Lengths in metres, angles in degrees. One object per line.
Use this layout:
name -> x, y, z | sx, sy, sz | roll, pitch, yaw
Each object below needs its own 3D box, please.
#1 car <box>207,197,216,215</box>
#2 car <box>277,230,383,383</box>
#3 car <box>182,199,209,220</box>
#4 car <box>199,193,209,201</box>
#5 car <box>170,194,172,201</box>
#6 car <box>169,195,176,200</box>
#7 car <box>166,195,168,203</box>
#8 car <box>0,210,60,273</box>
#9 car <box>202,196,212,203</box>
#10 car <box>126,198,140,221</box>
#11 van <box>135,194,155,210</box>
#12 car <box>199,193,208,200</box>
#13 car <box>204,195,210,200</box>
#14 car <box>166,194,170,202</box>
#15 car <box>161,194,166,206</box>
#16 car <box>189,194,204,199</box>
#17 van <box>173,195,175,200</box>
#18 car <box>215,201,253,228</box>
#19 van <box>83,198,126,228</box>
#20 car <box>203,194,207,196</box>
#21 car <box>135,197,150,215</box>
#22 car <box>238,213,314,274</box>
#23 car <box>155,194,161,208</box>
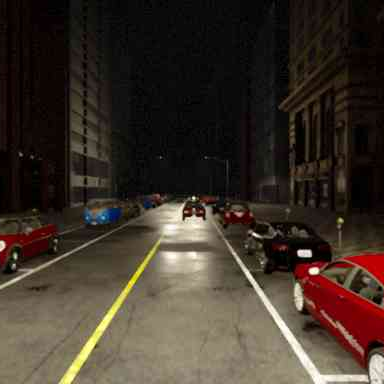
car -> 2.831, 1.517, 32.844 | 1.947, 1.339, 4.313 | 0, 0, 0
car -> 2.771, 1.537, 4.663 | 1.887, 1.381, 4.507 | 0, 0, 0
car -> 0.161, 1.559, 27.852 | 1.895, 1.301, 4.718 | 0, 0, 0
car -> 2.939, 1.220, 83.569 | 2.192, 1.841, 5.009 | 0, 0, 0
car -> -5.621, 1.467, 66.675 | 2.008, 1.369, 4.403 | 0, 0, 0
car -> -5.561, 1.469, 94.858 | 1.947, 1.339, 4.313 | 0, 0, 0
car -> -5.645, 1.493, 55.402 | 1.947, 1.339, 4.313 | 0, 0, 0
car -> -5.743, 1.424, 10.309 | 1.967, 1.590, 4.097 | 0, 0, 0
car -> 2.904, 1.498, 66.662 | 1.802, 1.307, 4.206 | 0, 0, 0
car -> -5.706, 1.485, 27.049 | 1.752, 1.417, 4.829 | 0, 0, 0
van -> -5.683, 1.287, 38.492 | 1.690, 1.788, 3.998 | 0, 0, 0
car -> 2.951, 1.218, 89.206 | 2.192, 1.841, 5.009 | 0, 0, 0
car -> 2.868, 1.515, 49.753 | 1.802, 1.307, 4.206 | 0, 0, 0
car -> -5.633, 1.487, 61.038 | 1.947, 1.339, 4.313 | 0, 0, 0
car -> -5.658, 1.248, 49.765 | 2.192, 1.841, 5.009 | 0, 0, 0
car -> 0.197, 1.430, 44.750 | 2.128, 1.511, 4.902 | 0, 0, 0
van -> -5.598, 1.249, 77.948 | 1.690, 1.788, 3.998 | 0, 0, 0
car -> 2.807, 1.407, 21.571 | 1.967, 1.590, 4.097 | 0, 0, 0
van -> -5.719, 1.308, 21.582 | 1.690, 1.788, 3.998 | 0, 0, 0
car -> 2.892, 1.503, 61.026 | 1.802, 1.307, 4.206 | 0, 0, 0
car -> -5.694, 1.503, 32.855 | 2.008, 1.369, 4.403 | 0, 0, 0
car -> 2.783, 1.550, 10.299 | 1.947, 1.339, 4.313 | 0, 0, 0
car -> -5.670, 1.380, 44.128 | 1.967, 1.590, 4.097 | 0, 0, 0
